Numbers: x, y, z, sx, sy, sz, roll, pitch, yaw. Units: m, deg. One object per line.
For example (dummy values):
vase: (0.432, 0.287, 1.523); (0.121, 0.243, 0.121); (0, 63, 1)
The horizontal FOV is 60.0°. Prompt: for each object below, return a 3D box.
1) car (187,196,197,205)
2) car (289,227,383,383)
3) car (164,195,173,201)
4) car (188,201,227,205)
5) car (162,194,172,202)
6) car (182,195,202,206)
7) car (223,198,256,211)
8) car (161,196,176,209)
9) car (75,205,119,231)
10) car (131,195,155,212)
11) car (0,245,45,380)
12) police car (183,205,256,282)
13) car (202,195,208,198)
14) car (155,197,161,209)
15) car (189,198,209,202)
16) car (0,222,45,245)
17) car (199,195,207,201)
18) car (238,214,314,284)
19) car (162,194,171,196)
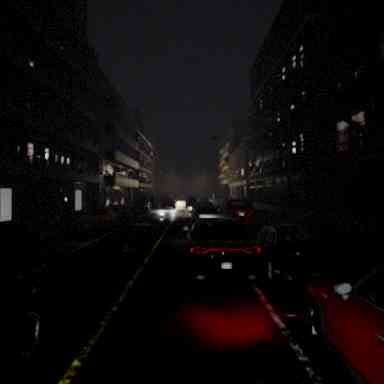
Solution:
car: (-0.007, 1.472, 60.341); (1.812, 1.442, 4.674); (0, 0, 0)
car: (2.691, 1.438, 3.661); (1.967, 1.590, 4.097); (0, 0, 0)
car: (-5.699, 1.466, 82.574); (1.887, 1.381, 4.507); (0, 0, 0)
car: (0.831, 1.511, 19.789); (1.812, 1.442, 4.674); (0, 0, 0)
car: (-5.698, 1.367, 76.936); (1.967, 1.590, 4.097); (0, 0, 0)
car: (-0.001, 1.508, 45.961); (2.033, 1.411, 5.357); (0, 0, 0)
car: (2.690, 1.300, 20.570); (2.192, 1.841, 5.009); (0, 0, 0)
car: (-3.099, 1.564, 43.813); (1.895, 1.301, 4.718); (0, 0, 0)
car: (-5.692, 1.510, 20.402); (1.752, 1.417, 4.829); (0, 0, 0)
car: (-5.694, 1.409, 37.482); (1.967, 1.590, 4.097); (0, 0, 0)
car: (-3.102, 1.562, 3.076); (1.994, 1.385, 4.181); (0, 0, 0)
police car: (0.753, 1.418, 9.900); (1.930, 1.638, 5.238); (0, 0, 0)
car: (2.682, 1.459, 71.467); (1.752, 1.417, 4.829); (0, 0, 0)
car: (-5.694, 1.278, 43.119); (2.192, 1.841, 5.009); (0, 0, 0)
car: (0.896, 1.458, 25.793); (1.882, 1.535, 5.008); (0, 0, 0)
car: (-5.691, 1.559, 9.299); (1.947, 1.339, 4.313); (0, 0, 0)
car: (2.681, 1.466, 82.570); (1.887, 1.381, 4.507); (0, 0, 0)
car: (2.690, 1.544, 9.297); (2.008, 1.369, 4.403); (0, 0, 0)
car: (-5.697, 1.249, 71.300); (2.192, 1.841, 5.009); (0, 0, 0)
